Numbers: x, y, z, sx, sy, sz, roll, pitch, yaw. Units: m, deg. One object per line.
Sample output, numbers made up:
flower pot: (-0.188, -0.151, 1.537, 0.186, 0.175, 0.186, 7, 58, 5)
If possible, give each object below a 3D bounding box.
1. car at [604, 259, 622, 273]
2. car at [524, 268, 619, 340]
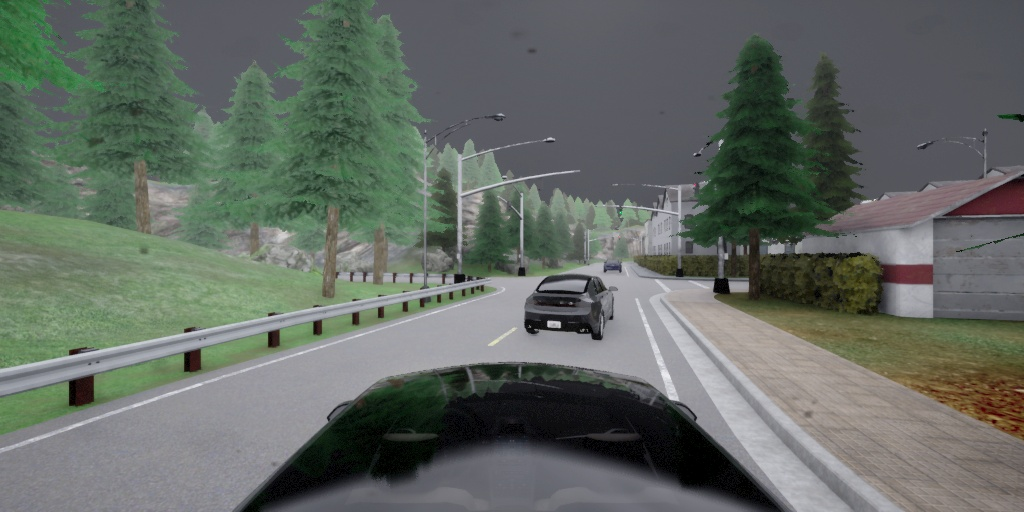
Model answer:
car: (12.415, 1.102, 44.147, 2.097, 1.767, 4.553, 0, 0, 17)
car: (1.788, 1.255, 10.138, 1.837, 1.490, 4.892, 0, 0, 21)
